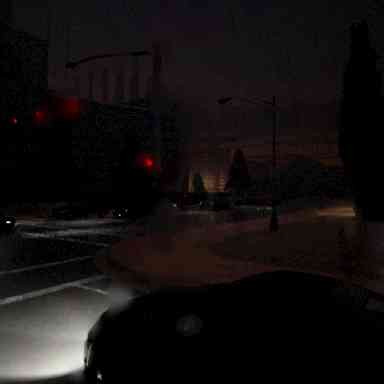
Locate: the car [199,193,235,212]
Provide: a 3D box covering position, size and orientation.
[{"bbox_3d":[2.750,1.344,39.291,2.097,1.767,4.553,0,0,37],"label":"car"}]

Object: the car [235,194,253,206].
[{"bbox_3d":[8.842,1.539,53.540,2.033,1.411,5.357,0,0,37],"label":"car"}]

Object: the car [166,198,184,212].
[{"bbox_3d":[-2.881,1.497,37.497,1.837,1.490,4.892,0,0,36],"label":"car"}]

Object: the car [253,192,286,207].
[{"bbox_3d":[12.209,1.215,52.202,2.150,2.045,5.566,0,0,36],"label":"car"}]

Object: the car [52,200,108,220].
[{"bbox_3d":[-9.444,1.469,28.478,1.882,1.535,5.008,0,0,36],"label":"car"}]

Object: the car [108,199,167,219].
[{"bbox_3d":[-4.641,1.593,29.119,1.895,1.301,4.718,0,0,36],"label":"car"}]

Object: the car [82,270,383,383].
[{"bbox_3d":[0.785,1.564,3.441,4.181,1.385,1.994,0,0,35],"label":"car"}]

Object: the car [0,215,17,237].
[{"bbox_3d":[-11.101,1.485,15.843,4.902,1.511,2.128,0,0,-33],"label":"car"}]
